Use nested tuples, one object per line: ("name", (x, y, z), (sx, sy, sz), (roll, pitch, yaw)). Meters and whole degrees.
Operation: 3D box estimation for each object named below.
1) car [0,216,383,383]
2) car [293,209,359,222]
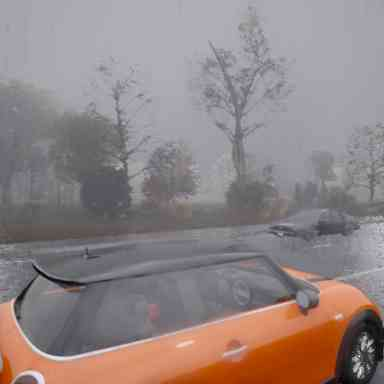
("car", (0.214, 1.349, 3.808), (4.553, 1.767, 2.097), (0, 0, -35))
("car", (6.252, 1.545, 16.626), (5.357, 1.411, 2.033), (0, 0, -33))
